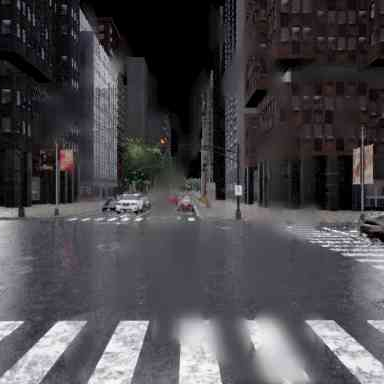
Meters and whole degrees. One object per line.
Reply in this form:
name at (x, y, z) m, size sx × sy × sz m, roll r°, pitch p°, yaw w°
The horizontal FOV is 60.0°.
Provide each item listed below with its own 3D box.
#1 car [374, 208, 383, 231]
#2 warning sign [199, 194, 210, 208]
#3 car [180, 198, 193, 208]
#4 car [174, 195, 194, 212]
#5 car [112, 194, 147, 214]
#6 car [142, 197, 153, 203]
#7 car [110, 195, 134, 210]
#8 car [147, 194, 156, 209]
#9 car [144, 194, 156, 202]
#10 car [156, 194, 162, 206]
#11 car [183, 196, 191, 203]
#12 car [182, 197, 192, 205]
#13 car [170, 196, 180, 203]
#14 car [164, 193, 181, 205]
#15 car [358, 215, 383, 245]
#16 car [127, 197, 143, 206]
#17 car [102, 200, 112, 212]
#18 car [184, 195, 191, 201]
car at (14.094, 1.788, 20.933) m, size 4.181 × 1.385 × 1.994 m, roll 1°, pitch 0°, yaw 0°
warning sign at (1.565, 1.132, 42.641) m, size 1.300 × 1.860 × 1.060 m, roll 0°, pitch 0°, yaw -1°
car at (-0.812, 1.614, 49.798) m, size 1.802 × 1.307 × 4.206 m, roll 0°, pitch 0°, yaw -1°
car at (-0.713, 1.448, 38.949) m, size 1.967 × 1.590 × 4.097 m, roll 0°, pitch 0°, yaw -1°
car at (-6.542, 1.223, 35.511) m, size 2.150 × 2.045 × 5.566 m, roll 0°, pitch 0°, yaw -1°
car at (-9.536, 1.669, 71.428) m, size 1.802 × 1.307 × 4.206 m, roll 0°, pitch 0°, yaw -1°
car at (-9.288, 1.335, 44.300) m, size 2.192 × 1.841 × 5.009 m, roll 0°, pitch 0°, yaw -1°
car at (-6.629, 1.375, 45.536) m, size 2.097 × 1.767 × 4.553 m, roll 0°, pitch 0°, yaw 0°
car at (-9.587, 1.417, 76.854) m, size 2.192 × 1.841 × 5.009 m, roll 0°, pitch 0°, yaw -1°
car at (-6.712, 1.399, 55.738) m, size 2.097 × 1.767 × 4.553 m, roll 0°, pitch 0°, yaw 0°
car at (-1.013, 1.613, 71.667) m, size 1.752 × 1.417 × 4.829 m, roll 0°, pitch 0°, yaw -1°
car at (-0.912, 1.603, 60.648) m, size 1.887 × 1.381 × 4.507 m, roll 0°, pitch 0°, yaw -1°
car at (-3.810, 1.624, 75.771) m, size 2.128 × 1.511 × 4.902 m, roll 0°, pitch 0°, yaw -1°
car at (-3.570, 1.278, 61.478) m, size 2.150 × 2.045 × 5.566 m, roll 0°, pitch -1°, yaw -1°
car at (9.763, 1.660, 14.205) m, size 4.902 × 1.511 × 2.128 m, roll 1°, pitch 0°, yaw 0°
car at (-9.385, 1.570, 54.981) m, size 1.752 × 1.417 × 4.829 m, roll 0°, pitch 0°, yaw -1°
car at (-9.237, 1.574, 38.873) m, size 1.947 × 1.339 × 4.313 m, roll 0°, pitch 0°, yaw -1°
car at (-1.162, 1.574, 87.772) m, size 1.967 × 1.590 × 4.097 m, roll 0°, pitch 0°, yaw -1°
